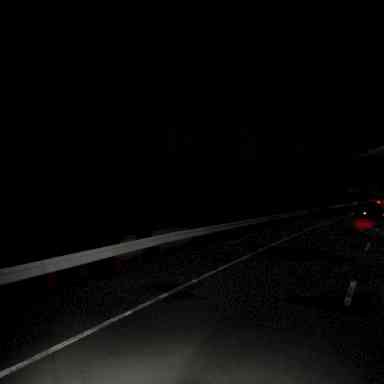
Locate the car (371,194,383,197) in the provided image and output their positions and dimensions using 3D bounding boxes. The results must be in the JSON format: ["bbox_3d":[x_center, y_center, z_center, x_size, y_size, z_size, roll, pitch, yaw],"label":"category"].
[{"bbox_3d":[21.743,1.221,38.225,2.150,2.045,5.566,0,0,35],"label":"car"}]

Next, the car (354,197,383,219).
[{"bbox_3d":[15.746,1.505,29.643,1.837,1.490,4.892,0,0,35],"label":"car"}]
